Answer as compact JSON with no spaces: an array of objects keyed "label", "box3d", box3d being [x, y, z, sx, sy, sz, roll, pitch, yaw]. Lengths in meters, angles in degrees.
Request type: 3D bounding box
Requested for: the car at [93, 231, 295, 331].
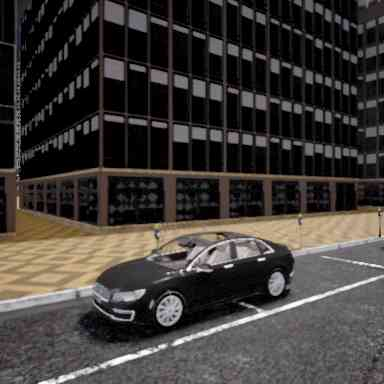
[{"label":"car","box3d":[0.253,1.528,6.747,4.403,1.369,2.008,0,0,-36]}]
